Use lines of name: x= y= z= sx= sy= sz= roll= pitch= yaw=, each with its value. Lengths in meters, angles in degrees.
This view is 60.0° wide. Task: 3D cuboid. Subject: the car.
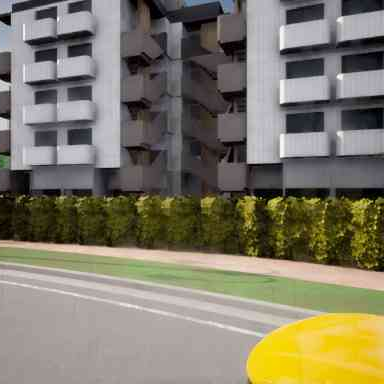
car: x=2.694 y=1.478 z=1.814 sx=5.008 sy=1.535 sz=1.882 roll=0 pitch=0 yaw=36
